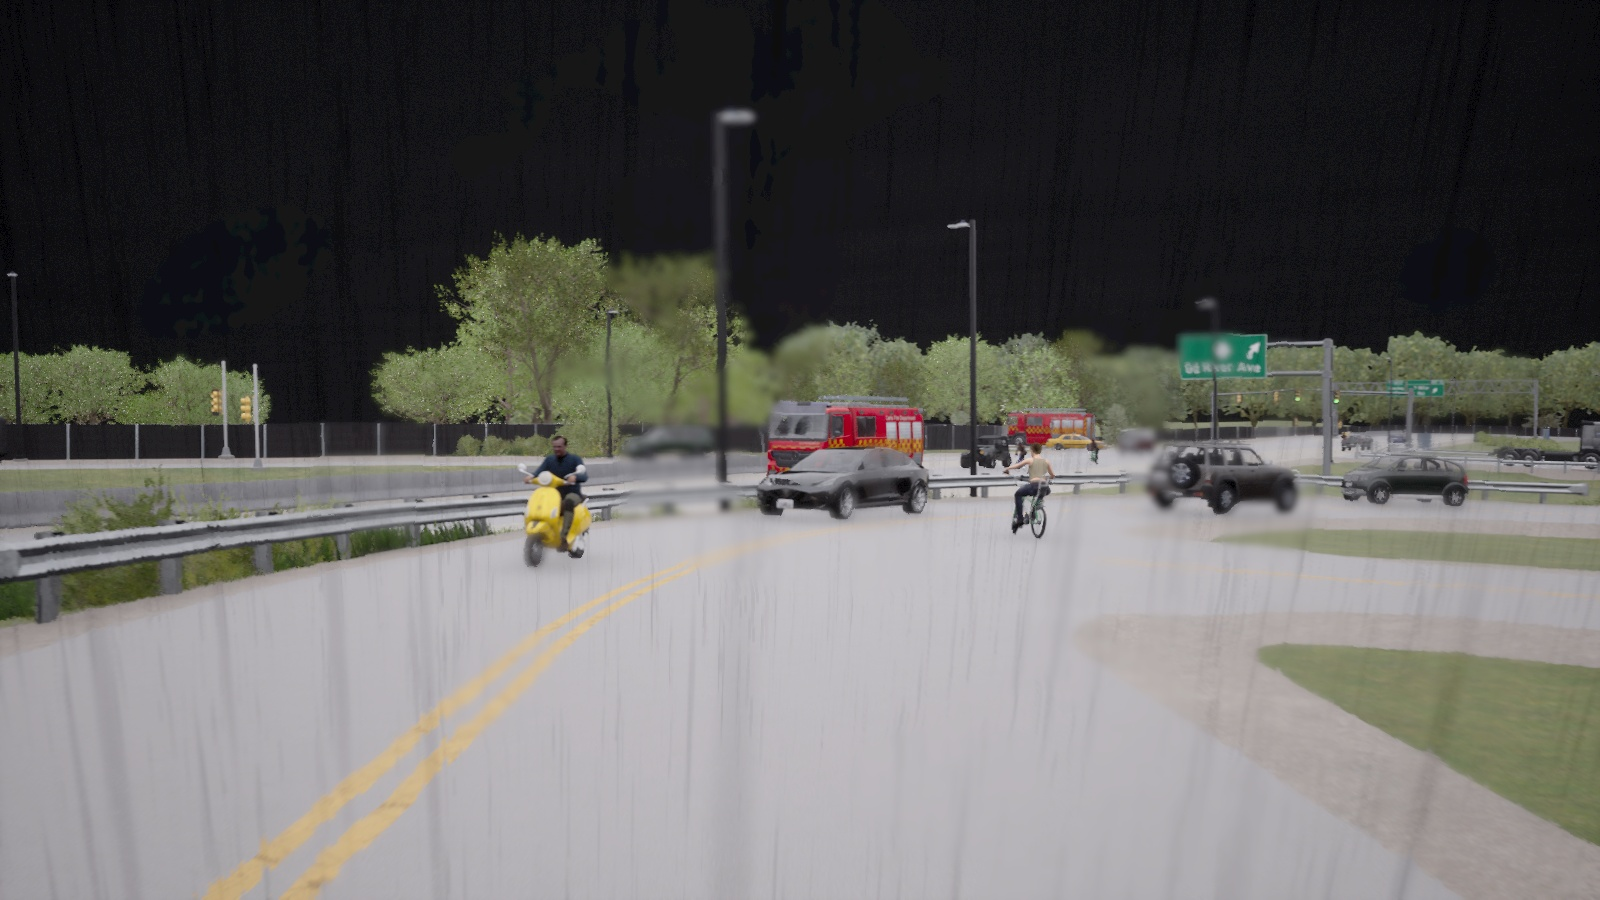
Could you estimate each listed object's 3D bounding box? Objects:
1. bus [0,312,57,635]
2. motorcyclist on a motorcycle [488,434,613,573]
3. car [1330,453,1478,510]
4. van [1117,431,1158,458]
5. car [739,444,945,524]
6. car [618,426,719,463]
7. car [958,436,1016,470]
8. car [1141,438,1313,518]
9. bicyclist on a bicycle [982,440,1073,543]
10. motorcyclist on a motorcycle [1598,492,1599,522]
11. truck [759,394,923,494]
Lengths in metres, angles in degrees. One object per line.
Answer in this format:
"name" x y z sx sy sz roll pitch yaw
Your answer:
"bus" -14.599 0.364 13.888 3.944 4.253 10.273 1 2 33
"motorcyclist on a motorcycle" -3.011 0.612 15.363 0.866 1.590 1.817 1 0 11
"car" 18.785 0.981 39.123 3.705 1.549 1.789 2 2 -8
"van" 25.745 -0.464 95.771 1.775 1.987 4.442 1 2 32
"car" 1.007 0.663 26.605 2.163 1.488 4.792 1 0 33
"car" -7.743 -0.336 74.301 5.566 2.045 2.150 0 2 -33
"car" 10.867 0.131 72.751 1.905 1.878 3.866 1 2 33
"car" 10.949 0.707 32.077 4.605 1.855 1.932 1 1 -39
"bicyclist on a bicycle" 3.831 0.679 21.247 0.866 1.612 1.509 6 -1 -12
"motorcyclist on a motorcycle" 24.231 1.309 35.902 2.350 1.649 0.766 2 3 -7
"truck" 1.888 -0.327 52.355 2.891 3.827 8.468 1 2 33
